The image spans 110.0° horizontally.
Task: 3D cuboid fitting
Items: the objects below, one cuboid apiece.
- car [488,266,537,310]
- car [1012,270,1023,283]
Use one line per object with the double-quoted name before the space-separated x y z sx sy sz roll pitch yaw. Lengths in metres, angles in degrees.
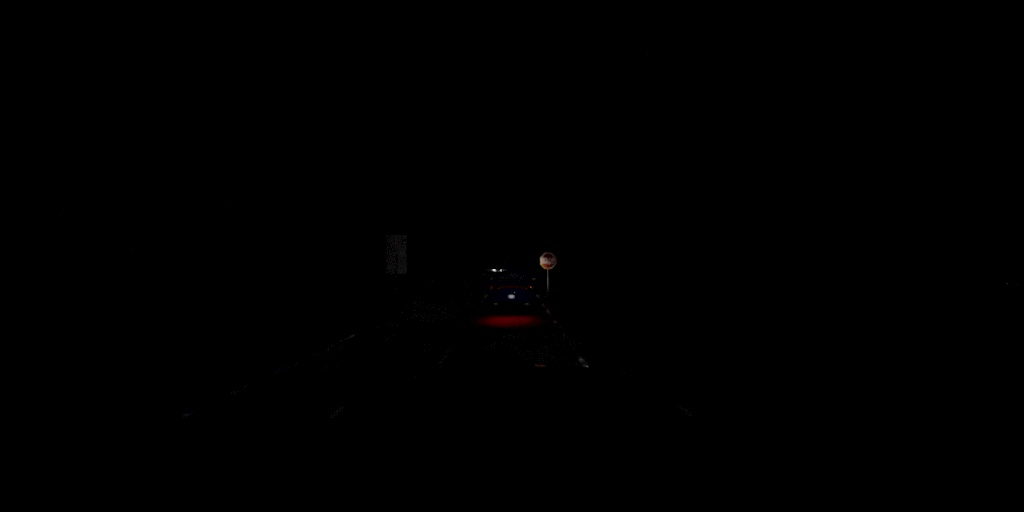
"car" 0.051 1.367 15.702 1.882 1.535 5.008 0 -1 2
"car" 47.103 1.678 31.529 4.892 1.490 1.837 1 0 0
